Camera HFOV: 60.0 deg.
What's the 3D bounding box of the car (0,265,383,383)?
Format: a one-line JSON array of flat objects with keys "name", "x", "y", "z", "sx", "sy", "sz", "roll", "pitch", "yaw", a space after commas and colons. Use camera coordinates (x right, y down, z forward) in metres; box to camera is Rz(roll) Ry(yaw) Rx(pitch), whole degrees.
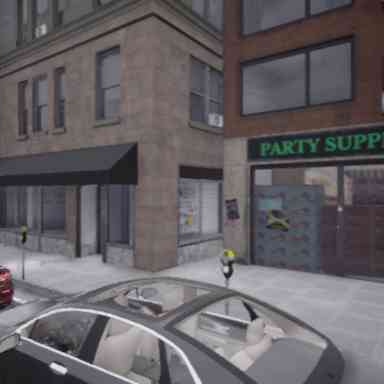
[{"name": "car", "x": -0.555, "y": 1.551, "z": 3.210, "sx": 4.403, "sy": 1.369, "sz": 2.008, "roll": 0, "pitch": 0, "yaw": 36}]
